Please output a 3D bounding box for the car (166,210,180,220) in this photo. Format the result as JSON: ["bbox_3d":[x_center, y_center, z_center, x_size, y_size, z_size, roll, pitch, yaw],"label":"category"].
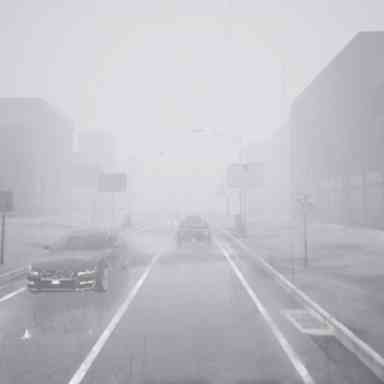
[{"bbox_3d":[-3.021,3.707,53.087,2.128,1.511,4.902,0,-2,0],"label":"car"}]

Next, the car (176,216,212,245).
[{"bbox_3d":[0.120,2.294,19.602,1.895,1.301,4.718,0,-2,0],"label":"car"}]

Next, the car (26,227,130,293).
[{"bbox_3d":[-3.093,1.868,9.986,1.837,1.490,4.892,0,-2,0],"label":"car"}]

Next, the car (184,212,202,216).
[{"bbox_3d":[0.129,3.016,37.841,1.882,1.535,5.008,0,-3,0],"label":"car"}]
